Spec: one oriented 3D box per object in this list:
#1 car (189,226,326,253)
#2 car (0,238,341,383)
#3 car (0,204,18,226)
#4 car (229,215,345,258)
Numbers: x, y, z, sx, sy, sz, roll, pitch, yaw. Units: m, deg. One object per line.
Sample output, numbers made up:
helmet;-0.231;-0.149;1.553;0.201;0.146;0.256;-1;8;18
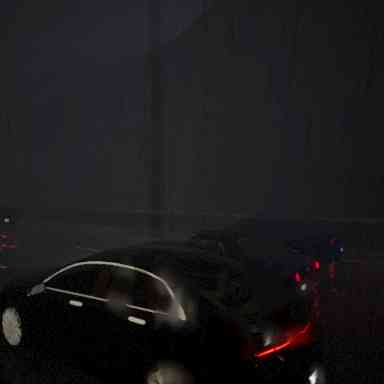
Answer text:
car;0.446;1.616;7.971;4.718;1.301;1.895;0;0;35
car;-0.814;1.518;4.573;4.892;1.490;1.837;0;0;35
car;-13.572;1.507;22.270;4.892;1.490;1.837;0;0;35
car;2.280;1.493;10.963;5.008;1.535;1.882;0;0;35
